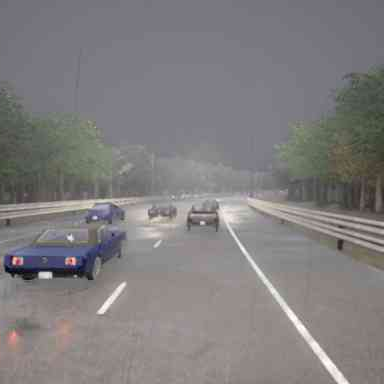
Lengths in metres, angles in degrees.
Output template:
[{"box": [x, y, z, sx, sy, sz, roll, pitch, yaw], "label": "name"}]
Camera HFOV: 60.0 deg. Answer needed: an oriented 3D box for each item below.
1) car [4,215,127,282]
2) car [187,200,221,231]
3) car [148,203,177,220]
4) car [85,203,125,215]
[{"box": [-3.237, 1.582, 9.706, 1.895, 1.301, 4.718, 0, 0, 1], "label": "car"}, {"box": [0.707, 1.470, 20.462, 2.128, 1.511, 4.902, 0, 0, 3], "label": "car"}, {"box": [-2.342, 1.575, 27.920, 1.895, 1.301, 4.718, 0, 0, 4], "label": "car"}, {"box": [-6.119, 1.494, 23.747, 1.812, 1.442, 4.674, 0, 0, 3], "label": "car"}]
